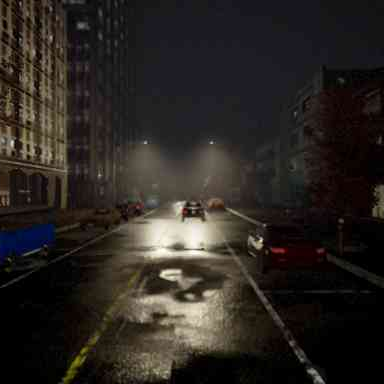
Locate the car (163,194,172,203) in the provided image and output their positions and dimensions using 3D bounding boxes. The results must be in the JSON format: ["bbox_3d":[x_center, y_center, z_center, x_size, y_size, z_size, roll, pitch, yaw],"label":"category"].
[{"bbox_3d":[-5.679,1.347,65.562,2.192,1.841,5.009,0,0,0],"label":"car"}]

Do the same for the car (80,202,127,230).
[{"bbox_3d":[-5.685,1.529,21.097,1.752,1.417,4.829,0,0,0],"label":"car"}]

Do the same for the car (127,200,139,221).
[{"bbox_3d":[-5.684,1.587,26.803,1.802,1.307,4.206,0,0,0],"label":"car"}]

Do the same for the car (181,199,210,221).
[{"bbox_3d":[0.104,1.553,27.337,2.033,1.411,5.357,0,0,0],"label":"car"}]

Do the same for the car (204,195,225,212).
[{"bbox_3d":[2.698,1.451,37.874,1.967,1.590,4.097,0,0,0],"label":"car"}]

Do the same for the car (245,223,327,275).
[{"bbox_3d":[2.694,1.583,10.189,1.802,1.307,4.206,0,0,0],"label":"car"}]

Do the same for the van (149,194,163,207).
[{"bbox_3d":[-5.682,1.358,48.951,1.690,1.788,3.998,0,0,0],"label":"van"}]

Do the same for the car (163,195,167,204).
[{"bbox_3d":[-5.681,1.566,54.488,1.887,1.381,4.507,0,0,0],"label":"car"}]

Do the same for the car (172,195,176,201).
[{"bbox_3d":[-5.678,1.366,82.174,2.192,1.841,5.009,0,0,0],"label":"car"}]

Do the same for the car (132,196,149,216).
[{"bbox_3d":[-5.683,1.448,32.341,1.967,1.590,4.097,0,0,0],"label":"car"}]

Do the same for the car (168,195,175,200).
[{"bbox_3d":[-5.677,1.647,93.247,1.802,1.307,4.206,0,0,0],"label":"car"}]

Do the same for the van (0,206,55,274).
[{"bbox_3d":[-5.686,1.342,10.192,1.690,1.788,3.998,0,0,0],"label":"van"}]

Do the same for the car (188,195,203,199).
[{"bbox_3d":[0.106,1.518,44.205,1.837,1.490,4.892,0,0,0],"label":"car"}]

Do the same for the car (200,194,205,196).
[{"bbox_3d":[2.701,1.598,65.560,1.947,1.339,4.313,0,0,0],"label":"car"}]
